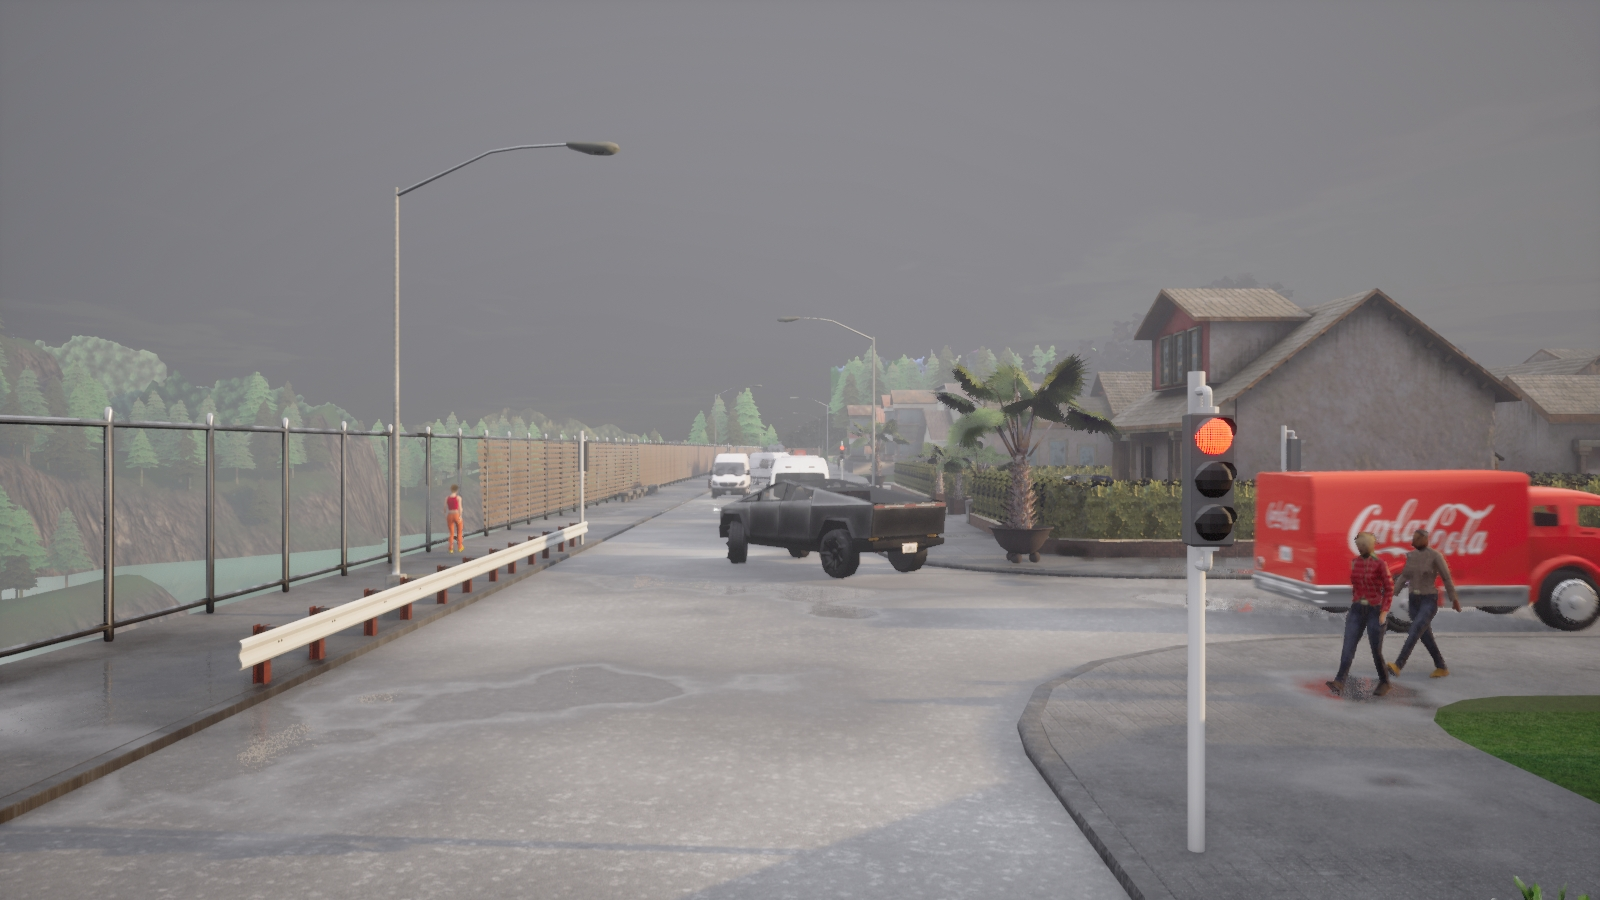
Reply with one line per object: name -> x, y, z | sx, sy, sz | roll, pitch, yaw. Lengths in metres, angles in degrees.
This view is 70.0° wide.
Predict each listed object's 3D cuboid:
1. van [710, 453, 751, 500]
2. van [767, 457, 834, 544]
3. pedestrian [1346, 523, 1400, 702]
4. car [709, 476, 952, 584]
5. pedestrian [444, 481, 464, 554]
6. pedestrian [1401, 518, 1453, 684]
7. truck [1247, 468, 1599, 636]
van -> -3.982, 1.493, 66.330 | 1.988, 2.561, 5.915 | 0, 0, 0
van -> 0.006, 1.511, 36.872 | 1.988, 2.561, 5.915 | 0, 0, 0
pedestrian -> 6.181, 1.737, 12.330 | 0.375, 1.860, 0.375 | 0, 0, -32
car -> 0.520, 1.736, 26.916 | 2.390, 2.098, 6.274 | 0, 0, -36
pedestrian -> -8.864, 1.726, 29.279 | 0.375, 1.860, 0.375 | 0, 0, 2
pedestrian -> 7.281, 1.736, 13.264 | 0.375, 1.860, 0.375 | 0, 0, -23
truck -> 10.371, 1.557, 18.514 | 5.204, 2.467, 2.627 | 0, 0, 0
